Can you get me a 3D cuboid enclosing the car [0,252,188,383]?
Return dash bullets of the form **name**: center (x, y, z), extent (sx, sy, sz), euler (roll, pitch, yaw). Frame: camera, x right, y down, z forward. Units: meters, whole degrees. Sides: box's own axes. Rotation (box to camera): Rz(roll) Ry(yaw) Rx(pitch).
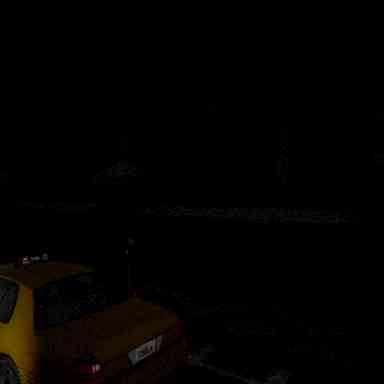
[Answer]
- **car**: center (-2.333, 1.525, 4.625), extent (4.829, 1.417, 1.752), euler (0, 0, 35)
